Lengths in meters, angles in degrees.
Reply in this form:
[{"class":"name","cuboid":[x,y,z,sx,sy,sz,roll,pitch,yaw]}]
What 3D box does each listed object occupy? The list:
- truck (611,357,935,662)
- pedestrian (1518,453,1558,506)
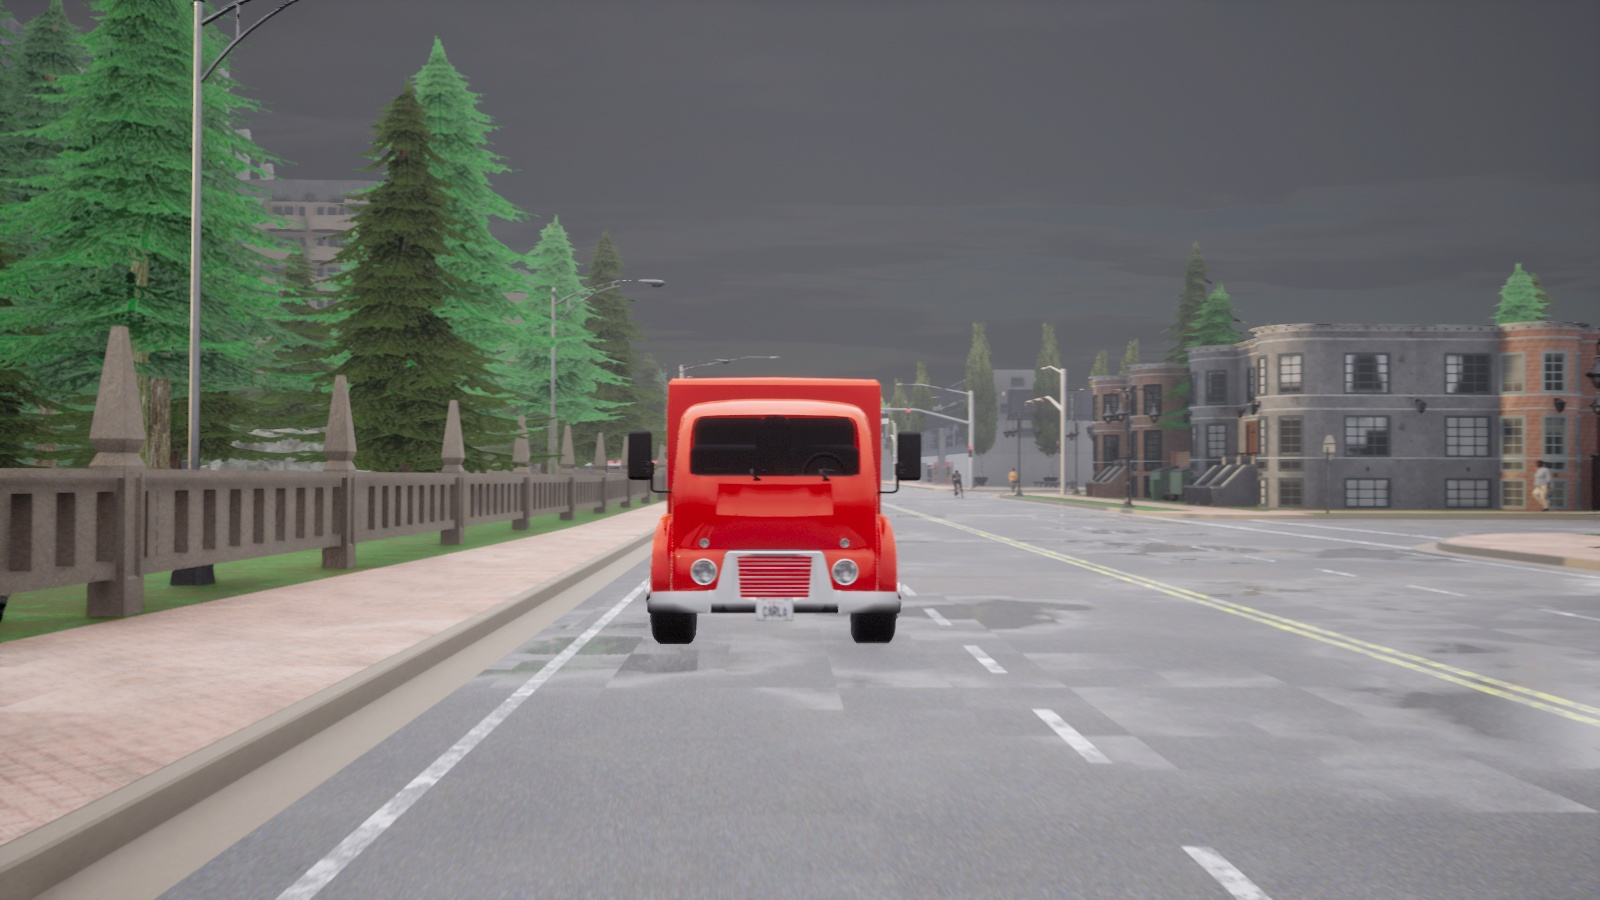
[{"class":"truck","cuboid":[-0.287,0.548,12.823,2.627,2.467,5.204,0,-2,-1]},{"class":"pedestrian","cuboid":[25.818,1.024,43.945,0.900,1.855,0.874,0,-1,6]}]
